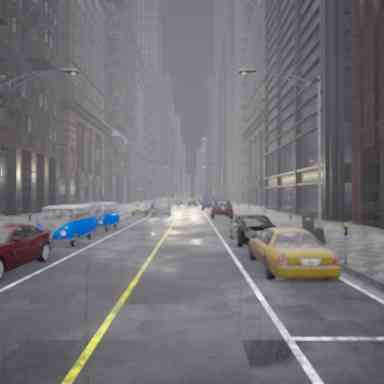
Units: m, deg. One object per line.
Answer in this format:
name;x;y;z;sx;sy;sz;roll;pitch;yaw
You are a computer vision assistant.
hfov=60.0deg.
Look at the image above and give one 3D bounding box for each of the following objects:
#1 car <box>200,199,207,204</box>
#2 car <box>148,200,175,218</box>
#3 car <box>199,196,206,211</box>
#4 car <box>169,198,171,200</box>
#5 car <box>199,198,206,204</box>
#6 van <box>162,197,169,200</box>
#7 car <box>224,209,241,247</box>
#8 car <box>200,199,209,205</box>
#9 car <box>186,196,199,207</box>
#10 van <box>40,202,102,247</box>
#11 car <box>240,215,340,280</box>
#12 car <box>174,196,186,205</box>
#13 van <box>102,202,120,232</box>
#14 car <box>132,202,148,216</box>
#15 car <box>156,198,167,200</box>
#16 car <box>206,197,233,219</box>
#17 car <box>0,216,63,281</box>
car;2.869;2.365;82.951;1.802;1.307;4.206;0;-1;0
car;-3.053;1.838;34.233;1.812;1.442;4.674;0;-1;0
car;2.454;1.668;47.640;2.150;2.045;5.566;0;-1;0
car;-5.678;2.169;66.094;2.008;1.369;4.403;0;-1;0
car;2.876;2.366;88.740;1.752;1.417;4.829;0;-1;0
van;-5.685;1.905;60.479;1.690;1.788;3.998;0;-1;0
car;2.783;1.707;15.529;1.947;1.339;4.313;0;-1;0
car;2.861;2.310;77.333;1.802;1.307;4.206;0;-1;0
car;0.084;2.121;65.737;1.837;1.490;4.892;0;-1;0
van;-5.742;1.481;15.533;1.690;1.788;3.998;0;-1;0
car;2.776;1.617;10.081;1.752;1.417;4.829;0;-1;0
car;-2.904;2.154;74.684;1.837;1.490;4.892;0;-1;0
van;-5.735;1.532;21.152;1.690;1.788;3.998;0;-1;0
car;-5.714;1.871;37.834;1.752;1.417;4.829;0;-1;0
car;-5.692;2.054;54.858;1.887;1.381;4.507;0;-1;0
car;2.804;1.610;32.387;2.192;1.841;5.009;0;-1;0
car;-5.749;1.634;9.913;1.887;1.381;4.507;0;-1;0
